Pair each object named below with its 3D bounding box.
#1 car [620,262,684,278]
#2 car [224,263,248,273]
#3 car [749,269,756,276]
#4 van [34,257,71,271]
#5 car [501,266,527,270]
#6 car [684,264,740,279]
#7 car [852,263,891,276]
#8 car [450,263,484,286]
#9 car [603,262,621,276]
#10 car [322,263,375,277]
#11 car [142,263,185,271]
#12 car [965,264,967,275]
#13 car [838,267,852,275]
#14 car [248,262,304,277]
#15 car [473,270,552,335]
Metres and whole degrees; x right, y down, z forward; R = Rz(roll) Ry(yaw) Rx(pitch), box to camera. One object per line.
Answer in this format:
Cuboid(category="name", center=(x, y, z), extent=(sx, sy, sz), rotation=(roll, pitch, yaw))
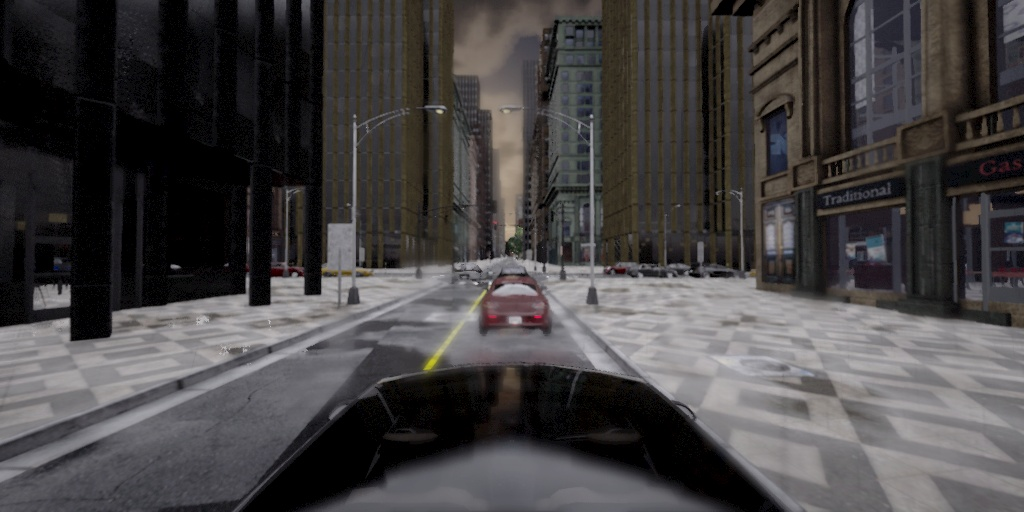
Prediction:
Cuboid(category="car", center=(12.304, 1.352, 31.715), extent=(4.403, 1.370, 2.007), rotation=(0, 0, 0))
Cuboid(category="car", center=(-30.990, 1.381, 40.060), extent=(4.507, 1.381, 1.888), rotation=(0, 0, 0))
Cuboid(category="car", center=(23.810, 1.372, 31.762), extent=(4.829, 1.417, 1.751), rotation=(0, 0, 0))
Cuboid(category="van", center=(-41.286, 1.016, 31.493), extent=(3.998, 1.789, 1.690), rotation=(0, 0, 0))
Cuboid(category="car", center=(0.084, 1.282, 19.717), extent=(2.128, 1.511, 4.902), rotation=(0, 0, 0))
Cuboid(category="car", center=(17.973, 1.388, 31.738), extent=(4.313, 1.339, 1.948), rotation=(0, 0, 0))
Cuboid(category="car", center=(40.640, 1.529, 40.355), extent=(4.097, 1.591, 1.967), rotation=(0, 0, 0))
Cuboid(category="car", center=(-3.019, 1.209, 24.928), extent=(1.994, 1.385, 4.181), rotation=(0, 0, 0))
Cuboid(category="car", center=(12.298, 1.388, 40.239), extent=(4.097, 1.591, 1.967), rotation=(0, 0, 0))
Cuboid(category="car", center=(-14.616, 1.247, 31.604), extent=(4.829, 1.417, 1.751), rotation=(0, 0, 0))
Cuboid(category="car", center=(-30.685, 1.256, 31.537), extent=(4.313, 1.339, 1.948), rotation=(0, 0, 0))
Cuboid(category="car", center=(40.646, 1.382, 31.831), extent=(4.097, 1.591, 1.967), rotation=(0, 0, 0))
Cuboid(category="car", center=(34.973, 1.635, 40.332), extent=(4.207, 1.307, 1.802), rotation=(0, 0, 0))
Cuboid(category="car", center=(-20.086, 1.255, 31.581), extent=(4.507, 1.381, 1.888), rotation=(0, 0, 0))
Cuboid(category="car", center=(0.084, 1.295, 10.413), extent=(1.812, 1.442, 4.674), rotation=(0, 0, 0))
